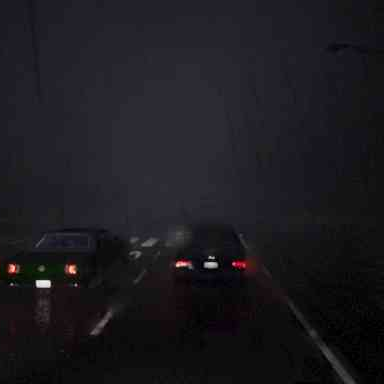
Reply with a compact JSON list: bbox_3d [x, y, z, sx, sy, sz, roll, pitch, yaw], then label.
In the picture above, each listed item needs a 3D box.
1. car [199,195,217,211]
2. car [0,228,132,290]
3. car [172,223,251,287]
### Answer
[{"bbox_3d":[2.048,1.401,43.818,2.150,2.045,5.566,0,0,3],"label":"car"},{"bbox_3d":[-3.008,1.638,9.156,1.895,1.301,4.718,0,0,2],"label":"car"},{"bbox_3d":[0.518,1.587,9.488,2.033,1.411,5.357,0,0,3],"label":"car"}]
